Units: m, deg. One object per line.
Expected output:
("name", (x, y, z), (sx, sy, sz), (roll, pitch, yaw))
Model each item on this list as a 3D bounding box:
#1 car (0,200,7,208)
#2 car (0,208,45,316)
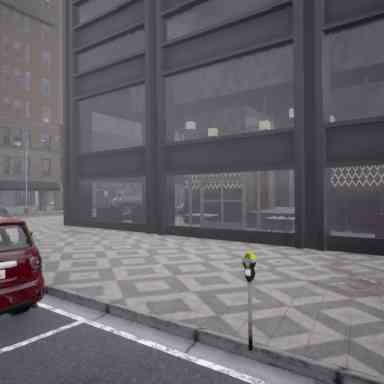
("car", (-19.248, 1.505, 29.966), (2.097, 1.767, 4.553), (-1, -1, 36))
("car", (-4.828, 1.317, 6.295), (5.009, 1.841, 2.192), (0, -1, 35))
